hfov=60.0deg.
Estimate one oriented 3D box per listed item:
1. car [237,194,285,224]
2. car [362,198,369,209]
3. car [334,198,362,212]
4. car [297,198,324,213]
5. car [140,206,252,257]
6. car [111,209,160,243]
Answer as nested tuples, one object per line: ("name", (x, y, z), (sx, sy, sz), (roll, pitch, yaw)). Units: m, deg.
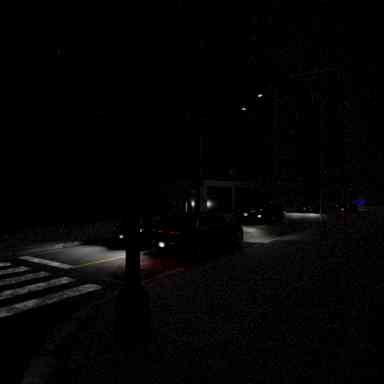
("car", (5.274, 1.214, 25.266), (2.150, 2.045, 5.566), (0, 0, 35))
("car", (23.589, 1.536, 46.749), (1.812, 1.442, 4.674), (0, 0, 35))
("car", (17.840, 1.605, 38.352), (1.895, 1.301, 4.718), (0, 0, 35))
("car", (13.027, 1.495, 36.438), (1.837, 1.490, 4.892), (0, 0, 35))
("car", (0.361, 1.510, 13.147), (1.837, 1.490, 4.892), (0, 0, 35))
("car", (-1.574, 1.519, 15.350), (1.812, 1.442, 4.674), (0, 0, 33))
